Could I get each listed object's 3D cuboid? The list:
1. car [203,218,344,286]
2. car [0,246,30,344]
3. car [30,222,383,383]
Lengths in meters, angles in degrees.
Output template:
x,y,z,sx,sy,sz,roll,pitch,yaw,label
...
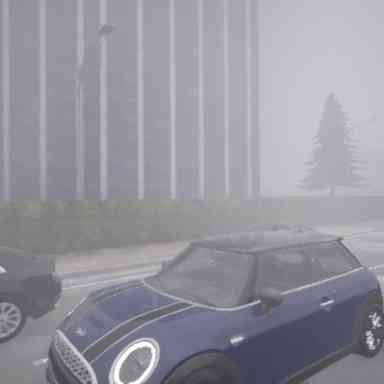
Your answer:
x,y,z,sx,sy,sz,roll,pitch,yaw,label
2.600,1.644,10.246,4.181,1.385,1.994,0,-1,-36,car
-4.554,1.593,4.993,4.892,1.490,1.837,0,-1,-36,car
0.580,1.394,4.423,4.553,1.767,2.097,0,-1,-36,car
